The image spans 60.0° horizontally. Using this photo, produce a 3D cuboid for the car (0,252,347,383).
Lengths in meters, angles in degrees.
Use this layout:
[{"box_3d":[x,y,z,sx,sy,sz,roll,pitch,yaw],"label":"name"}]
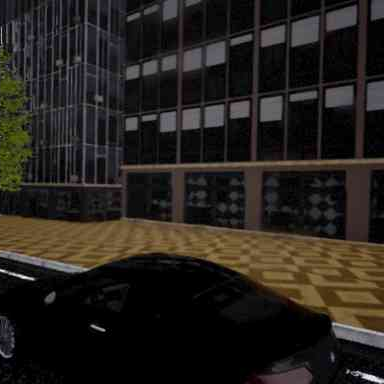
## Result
[{"box_3d":[-0.646,1.516,4.146,4.674,1.442,1.812,0,0,36],"label":"car"}]
